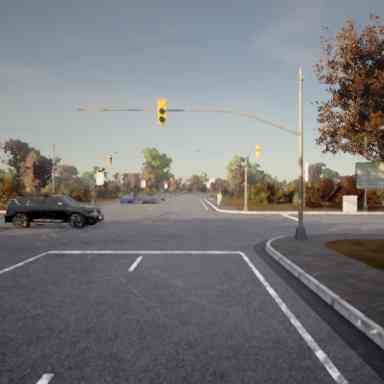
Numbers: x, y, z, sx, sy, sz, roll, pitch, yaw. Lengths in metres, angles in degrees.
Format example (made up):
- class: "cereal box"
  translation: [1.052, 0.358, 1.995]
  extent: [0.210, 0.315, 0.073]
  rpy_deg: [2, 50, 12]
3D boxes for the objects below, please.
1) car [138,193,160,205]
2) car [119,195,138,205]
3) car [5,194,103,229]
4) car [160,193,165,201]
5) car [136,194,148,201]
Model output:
- class: "car"
  translation: [-6.945, 1.276, 53.849]
  extent: [2.033, 1.411, 5.357]
  rpy_deg: [0, 0, 0]
- class: "car"
  translation: [-10.444, 1.206, 53.975]
  extent: [1.882, 1.535, 5.008]
  rpy_deg: [0, 0, 0]
- class: "car"
  translation: [-8.268, 1.162, 20.121]
  extent: [5.566, 2.045, 2.150]
  rpy_deg: [0, 0, 3]
- class: "car"
  translation: [-6.829, 1.007, 69.272]
  extent: [2.097, 1.767, 4.553]
  rpy_deg: [0, 0, 0]
- class: "car"
  translation: [-10.329, 1.151, 69.425]
  extent: [1.837, 1.490, 4.892]
  rpy_deg: [0, 0, 0]
